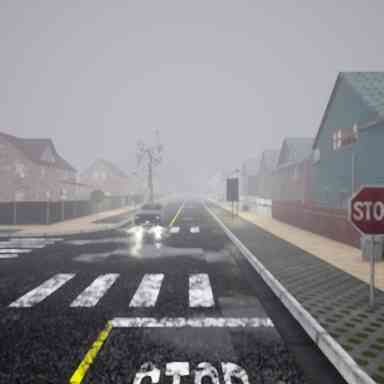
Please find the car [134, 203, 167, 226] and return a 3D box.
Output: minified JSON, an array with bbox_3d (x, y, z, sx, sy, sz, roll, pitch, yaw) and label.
[{"bbox_3d":[-2.781,1.483,23.384,2.033,1.411,5.357,0,0,0],"label":"car"}]
